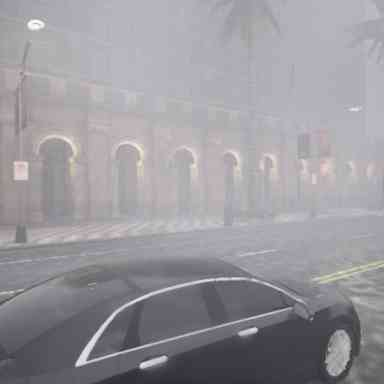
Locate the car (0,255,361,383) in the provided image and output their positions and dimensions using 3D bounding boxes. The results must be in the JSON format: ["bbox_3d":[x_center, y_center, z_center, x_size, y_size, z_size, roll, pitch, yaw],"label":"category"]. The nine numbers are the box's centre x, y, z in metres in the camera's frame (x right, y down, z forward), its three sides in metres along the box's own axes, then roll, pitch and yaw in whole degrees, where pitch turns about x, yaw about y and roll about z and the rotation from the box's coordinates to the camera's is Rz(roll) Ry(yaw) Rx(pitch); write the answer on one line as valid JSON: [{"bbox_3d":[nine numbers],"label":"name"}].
[{"bbox_3d":[-0.028,1.495,3.727,4.892,1.490,1.837,0,0,-35],"label":"car"}]
